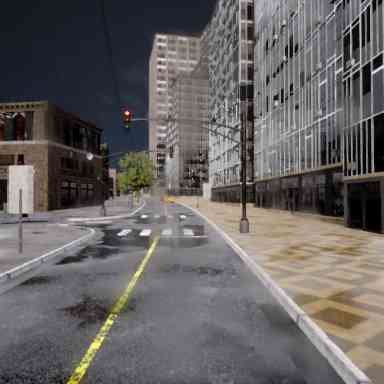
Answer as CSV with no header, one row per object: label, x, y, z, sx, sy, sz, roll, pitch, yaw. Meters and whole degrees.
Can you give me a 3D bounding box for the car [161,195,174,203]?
car,-4.831,1.461,68.178,1.882,1.535,5.008,0,0,-8
